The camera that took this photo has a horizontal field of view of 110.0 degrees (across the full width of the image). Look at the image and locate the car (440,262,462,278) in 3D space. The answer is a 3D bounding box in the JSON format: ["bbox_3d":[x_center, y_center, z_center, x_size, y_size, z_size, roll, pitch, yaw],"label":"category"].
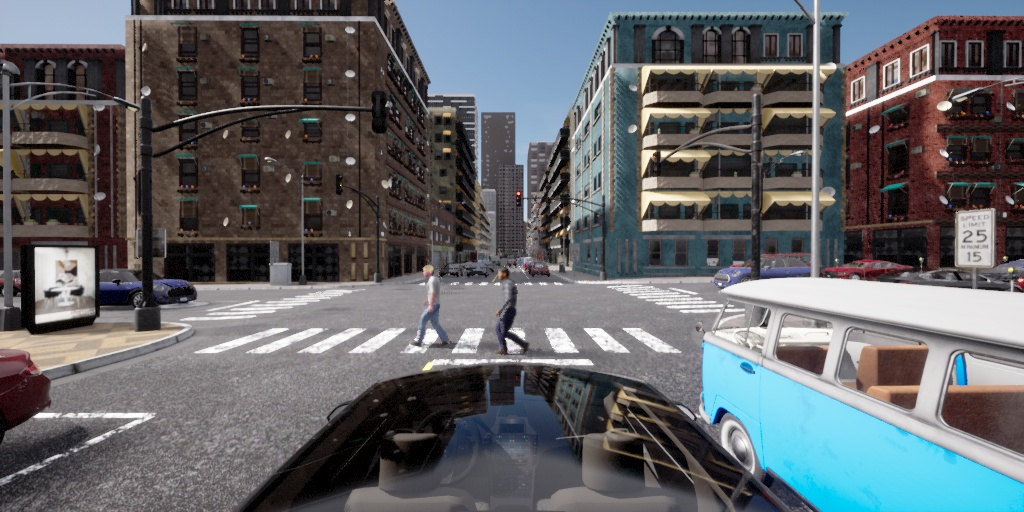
[{"bbox_3d":[-5.700,1.317,34.419,1.948,1.339,4.313,0,0,0],"label":"car"}]

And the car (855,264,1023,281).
[{"bbox_3d":[15.791,1.097,13.192,4.313,1.339,1.948,0,0,0],"label":"car"}]

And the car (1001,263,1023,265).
[{"bbox_3d":[21.361,1.032,13.233,4.207,1.307,1.802,0,0,0],"label":"car"}]

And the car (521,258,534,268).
[{"bbox_3d":[2.677,1.303,50.979,1.888,1.381,4.507,0,0,0],"label":"car"}]

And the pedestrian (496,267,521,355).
[{"bbox_3d":[-0.068,1.043,7.174,0.375,1.860,0.375,0,0,0],"label":"pedestrian"}]

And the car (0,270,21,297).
[{"bbox_3d":[-30.266,1.573,21.359,4.097,1.591,1.967,0,0,0],"label":"car"}]

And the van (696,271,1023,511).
[{"bbox_3d":[2.689,1.091,2.015,1.690,1.789,3.998,0,0,0],"label":"van"}]

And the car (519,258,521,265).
[{"bbox_3d":[2.674,1.330,62.026,1.948,1.339,4.313,0,0,0],"label":"car"}]

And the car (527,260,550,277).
[{"bbox_3d":[2.681,1.333,34.409,1.802,1.307,4.207,0,0,0],"label":"car"}]

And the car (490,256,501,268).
[{"bbox_3d":[-3.057,0.988,63.382,2.150,2.045,5.566,0,0,1],"label":"car"}]

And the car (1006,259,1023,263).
[{"bbox_3d":[27.861,0.858,19.067,5.357,1.411,2.033,-1,0,0],"label":"car"}]

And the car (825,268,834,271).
[{"bbox_3d":[15.767,0.780,21.572,5.009,1.841,2.192,0,0,0],"label":"car"}]

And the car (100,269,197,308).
[{"bbox_3d":[-16.563,1.332,15.571,4.553,1.767,2.097,-1,0,-1],"label":"car"}]

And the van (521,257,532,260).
[{"bbox_3d":[2.675,1.102,56.502,1.690,1.789,3.998,0,0,0],"label":"van"}]

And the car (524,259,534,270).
[{"bbox_3d":[2.679,1.319,39.932,1.948,1.339,4.313,0,0,0],"label":"car"}]

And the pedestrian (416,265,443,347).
[{"bbox_3d":[-1.782,1.043,7.772,0.375,1.860,0.375,0,0,0],"label":"pedestrian"}]

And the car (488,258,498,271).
[{"bbox_3d":[-3.112,1.302,44.405,2.033,1.411,5.357,0,0,-1],"label":"car"}]

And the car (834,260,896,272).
[{"bbox_3d":[21.338,0.930,21.614,4.507,1.381,1.888,0,0,0],"label":"car"}]

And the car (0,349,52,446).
[{"bbox_3d":[-5.692,1.332,2.014,1.802,1.307,4.207,0,0,0],"label":"car"}]

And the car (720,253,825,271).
[{"bbox_3d":[13.272,0.874,18.995,4.553,1.767,2.097,-1,0,1],"label":"car"}]

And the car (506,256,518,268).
[{"bbox_3d":[-0.017,1.270,63.448,1.837,1.490,4.892,0,0,0],"label":"car"}]

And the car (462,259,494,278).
[{"bbox_3d":[-3.104,1.299,34.004,2.033,1.411,5.357,0,0,0],"label":"car"}]
